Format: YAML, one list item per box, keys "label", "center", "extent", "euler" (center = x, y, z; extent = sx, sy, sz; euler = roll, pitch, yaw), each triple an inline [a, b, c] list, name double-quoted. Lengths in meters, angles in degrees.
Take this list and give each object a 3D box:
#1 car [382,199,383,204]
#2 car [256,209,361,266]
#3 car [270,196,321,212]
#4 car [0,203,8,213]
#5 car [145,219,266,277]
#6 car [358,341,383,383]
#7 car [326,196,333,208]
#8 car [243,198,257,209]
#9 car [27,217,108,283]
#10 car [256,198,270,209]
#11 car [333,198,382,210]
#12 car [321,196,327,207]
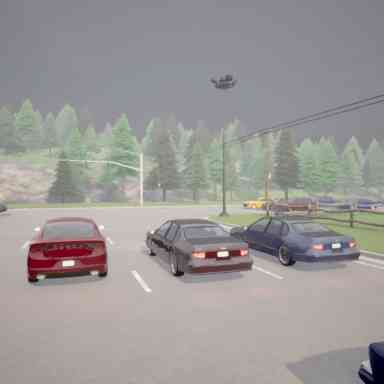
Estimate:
- label: "car"
  center: [30.838, 1.478, 51.556]
  extent: [5.008, 1.535, 1.882]
  euler: [0, 0, -19]
- label: "car"
  center: [3.183, 1.547, 11.637]
  extent: [2.033, 1.411, 5.357]
  euler: [0, 0, -20]
- label: "car"
  center: [11.666, 1.352, 37.519]
  extent: [4.553, 1.767, 2.097]
  euler: [0, 0, -20]
- label: "car"
  center: [-19.695, 1.491, 30.554]
  extent: [4.902, 1.511, 2.128]
  euler: [0, 0, -31]
- label: "car"
  center: [-0.093, 1.547, 10.397]
  extent: [2.033, 1.411, 5.357]
  euler: [0, 0, -20]
- label: "car"
  center: [3.183, 1.601, 1.382]
  extent: [1.895, 1.301, 4.718]
  euler: [0, 0, -20]
- label: "car"
  center: [21.029, 1.492, 44.484]
  extent: [4.902, 1.511, 2.128]
  euler: [0, 0, -19]
- label: "car"
  center: [9.163, 1.478, 44.060]
  extent: [5.008, 1.535, 1.882]
  euler: [0, 0, -20]
- label: "car"
  center: [-3.636, 1.478, 9.926]
  extent: [1.882, 1.535, 5.008]
  euler: [0, 0, -19]
- label: "car"
  center: [10.760, 1.526, 40.892]
  extent: [4.674, 1.442, 1.812]
  euler: [0, 0, -18]
- label: "car"
  center: [20.102, 1.478, 40.464]
  extent: [5.008, 1.535, 1.882]
  euler: [0, 0, -19]
- label: "car"
  center: [18.006, 1.353, 47.142]
  extent: [4.553, 1.767, 2.097]
  euler: [0, 0, -19]
